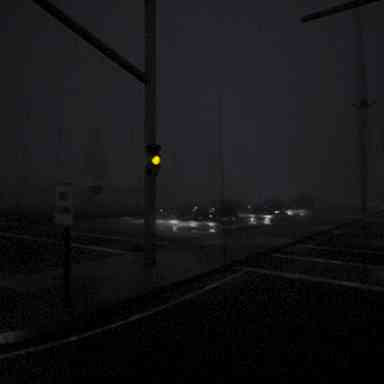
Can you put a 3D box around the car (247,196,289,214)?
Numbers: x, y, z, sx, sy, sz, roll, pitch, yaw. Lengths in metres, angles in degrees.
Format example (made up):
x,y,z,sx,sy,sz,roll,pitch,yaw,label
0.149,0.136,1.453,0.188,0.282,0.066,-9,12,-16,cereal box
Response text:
x,y,z,sx,sy,sz,roll,pitch,yaw,label
8.106,1.453,35.126,1.882,1.535,5.008,0,0,36,car

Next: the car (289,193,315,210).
x,y,z,sx,sy,sz,roll,pitch,yaw,label
14.429,1.200,43.773,2.150,2.045,5.566,0,0,36,car

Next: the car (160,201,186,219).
x,y,z,sx,sy,sz,roll,pitch,yaw,label
-0.779,1.494,28.881,1.812,1.442,4.674,0,0,36,car

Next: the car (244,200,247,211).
x,y,z,sx,sy,sz,roll,pitch,yaw,label
5.066,1.533,36.898,1.994,1.385,4.181,0,0,36,car

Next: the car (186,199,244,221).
x,y,z,sx,sy,sz,roll,pitch,yaw,label
1.952,1.327,26.695,2.097,1.767,4.553,0,0,36,car
